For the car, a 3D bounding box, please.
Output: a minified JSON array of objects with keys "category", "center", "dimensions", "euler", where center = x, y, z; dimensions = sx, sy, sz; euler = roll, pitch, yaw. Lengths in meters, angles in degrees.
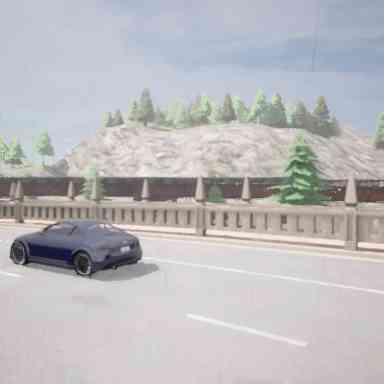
[{"category":"car","center":[-3.541,1.514,10.043],"dimensions":[4.181,1.385,1.994],"euler":[0,0,30]}]
